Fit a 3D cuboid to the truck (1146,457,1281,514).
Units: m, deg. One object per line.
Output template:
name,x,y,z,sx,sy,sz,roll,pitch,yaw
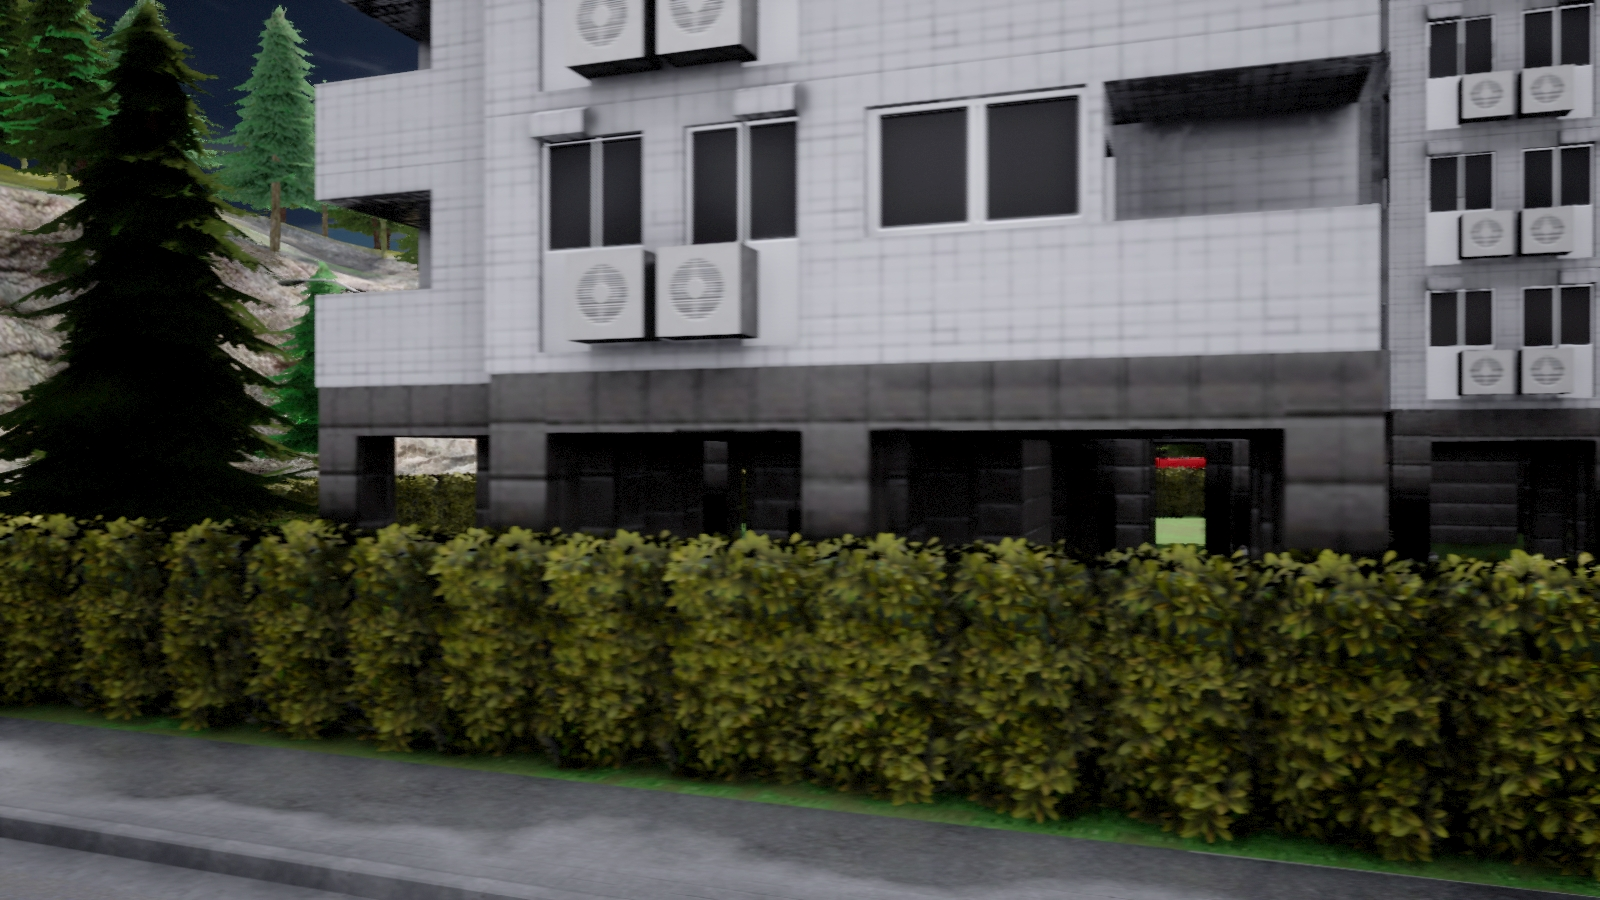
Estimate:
truck,18.410,1.547,51.119,5.204,2.467,2.627,0,0,5
